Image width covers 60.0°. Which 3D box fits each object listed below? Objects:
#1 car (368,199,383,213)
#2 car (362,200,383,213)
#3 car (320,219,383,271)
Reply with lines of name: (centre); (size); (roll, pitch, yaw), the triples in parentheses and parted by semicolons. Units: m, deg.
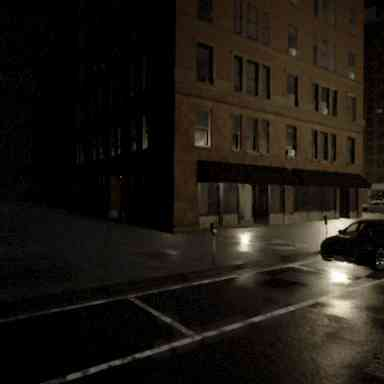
car: (21.903, 1.523, 35.705); (2.128, 1.511, 4.902); (1, 0, -35)
car: (19.360, 1.587, 33.651); (1.895, 1.301, 4.718); (1, 0, -35)
car: (6.128, 1.613, 11.125); (4.313, 1.339, 1.947); (0, 0, -35)
